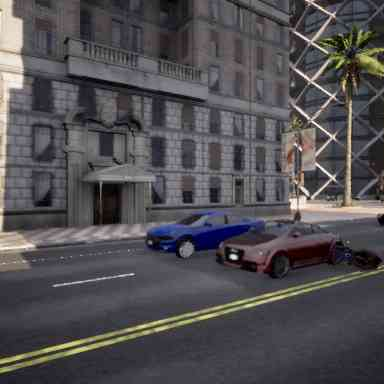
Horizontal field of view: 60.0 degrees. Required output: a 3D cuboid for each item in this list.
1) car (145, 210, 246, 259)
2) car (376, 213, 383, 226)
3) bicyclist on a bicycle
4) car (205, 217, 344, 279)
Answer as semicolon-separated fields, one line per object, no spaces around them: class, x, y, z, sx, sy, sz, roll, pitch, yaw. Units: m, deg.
car;0.631;1.477;12.852;5.008;1.535;1.882;0;0;-34
car;14.196;1.601;21.847;4.718;1.301;1.895;0;0;-33
bicyclist on a bicycle;4.478;1.798;9.115;1.656;0.582;1.620;9;-8;-23
car;2.742;1.562;10.105;4.181;1.385;1.994;0;0;-36
